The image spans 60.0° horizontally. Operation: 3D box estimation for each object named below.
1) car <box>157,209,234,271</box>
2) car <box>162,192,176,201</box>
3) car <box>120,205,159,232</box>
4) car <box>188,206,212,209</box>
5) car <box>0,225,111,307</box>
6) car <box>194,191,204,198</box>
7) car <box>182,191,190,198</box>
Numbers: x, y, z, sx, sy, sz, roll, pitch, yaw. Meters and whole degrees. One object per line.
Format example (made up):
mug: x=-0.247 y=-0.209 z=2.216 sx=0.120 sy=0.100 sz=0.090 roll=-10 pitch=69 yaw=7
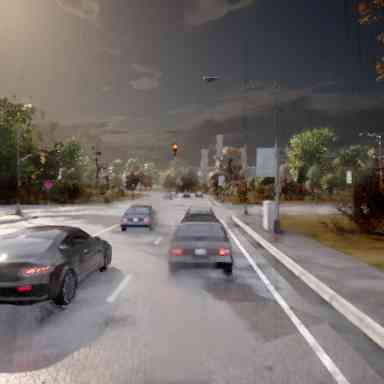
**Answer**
car: x=0.264 y=1.517 z=10.709 sx=2.033 sy=1.411 sz=5.357 roll=0 pitch=0 yaw=1
car: x=-5.350 y=1.114 z=73.009 sx=2.033 sy=1.411 sz=5.357 roll=0 pitch=1 yaw=1
car: x=-3.013 y=1.470 z=19.735 sx=2.033 sy=1.411 sz=5.357 roll=0 pitch=0 yaw=-2
car: x=0.496 y=1.518 z=20.785 sx=1.895 sy=1.301 sz=4.718 roll=0 pitch=0 yaw=2
car: x=-3.282 y=1.505 z=7.817 sx=1.812 sy=1.442 sz=4.674 roll=0 pitch=0 yaw=1
car: x=2.001 y=0.829 z=88.085 sx=1.812 sy=1.442 sz=4.674 roll=0 pitch=1 yaw=1
car: x=-1.505 y=0.899 z=87.849 sx=1.895 sy=1.301 sz=4.718 roll=0 pitch=1 yaw=1
